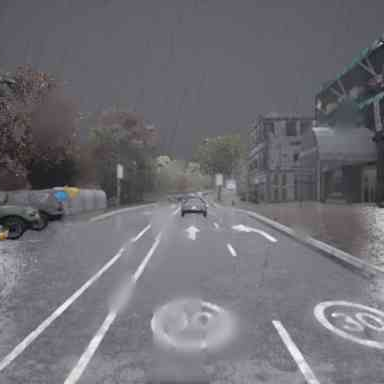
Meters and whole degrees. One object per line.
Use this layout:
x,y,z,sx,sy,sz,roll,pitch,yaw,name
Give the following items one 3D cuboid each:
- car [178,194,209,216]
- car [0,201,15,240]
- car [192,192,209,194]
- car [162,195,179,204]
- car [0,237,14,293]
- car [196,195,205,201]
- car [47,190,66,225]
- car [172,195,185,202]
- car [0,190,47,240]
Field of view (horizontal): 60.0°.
0.199,1.097,26.523,1.994,1.385,4.181,0,1,1,car
-9.279,1.294,11.242,5.366,1.575,1.946,-1,1,-20,car
0.944,1.070,45.021,2.033,1.411,5.357,0,0,2,car
-3.331,1.123,49.664,1.994,1.385,4.181,0,-1,2,car
-4.245,1.550,3.692,1.895,1.301,4.718,0,1,0,car
2.049,1.325,80.394,2.033,1.411,5.357,0,0,3,car
-9.466,0.940,17.063,5.566,2.045,2.435,-1,1,-20,car
-2.662,1.223,65.676,2.033,1.411,5.357,0,0,3,car
-9.420,0.994,14.135,5.566,2.045,2.435,-1,1,-20,car
